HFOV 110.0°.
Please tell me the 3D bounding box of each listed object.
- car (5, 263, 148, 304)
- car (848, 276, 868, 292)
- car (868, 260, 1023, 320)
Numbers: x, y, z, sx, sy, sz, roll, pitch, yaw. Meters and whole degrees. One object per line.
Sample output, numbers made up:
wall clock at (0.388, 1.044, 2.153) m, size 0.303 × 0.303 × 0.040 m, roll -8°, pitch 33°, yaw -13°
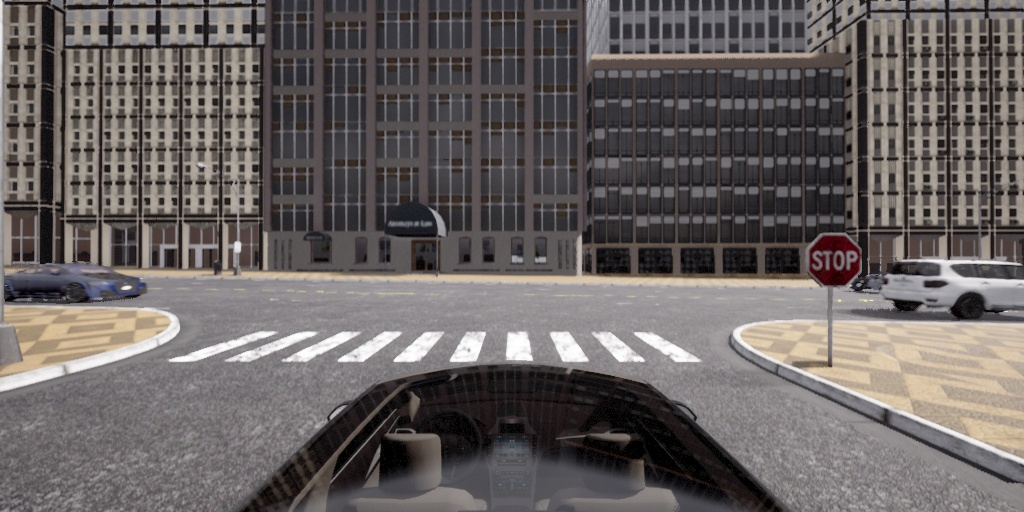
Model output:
car at (-16.452, 0.977, 13.481) m, size 4.181 × 1.385 × 1.994 m, roll 1°, pitch 0°, yaw 1°
car at (24.101, 1.689, 22.801) m, size 4.181 × 1.385 × 1.994 m, roll 1°, pitch 0°, yaw 1°
car at (16.941, 1.173, 13.044) m, size 5.566 × 2.045 × 2.150 m, roll 1°, pitch 0°, yaw 1°
